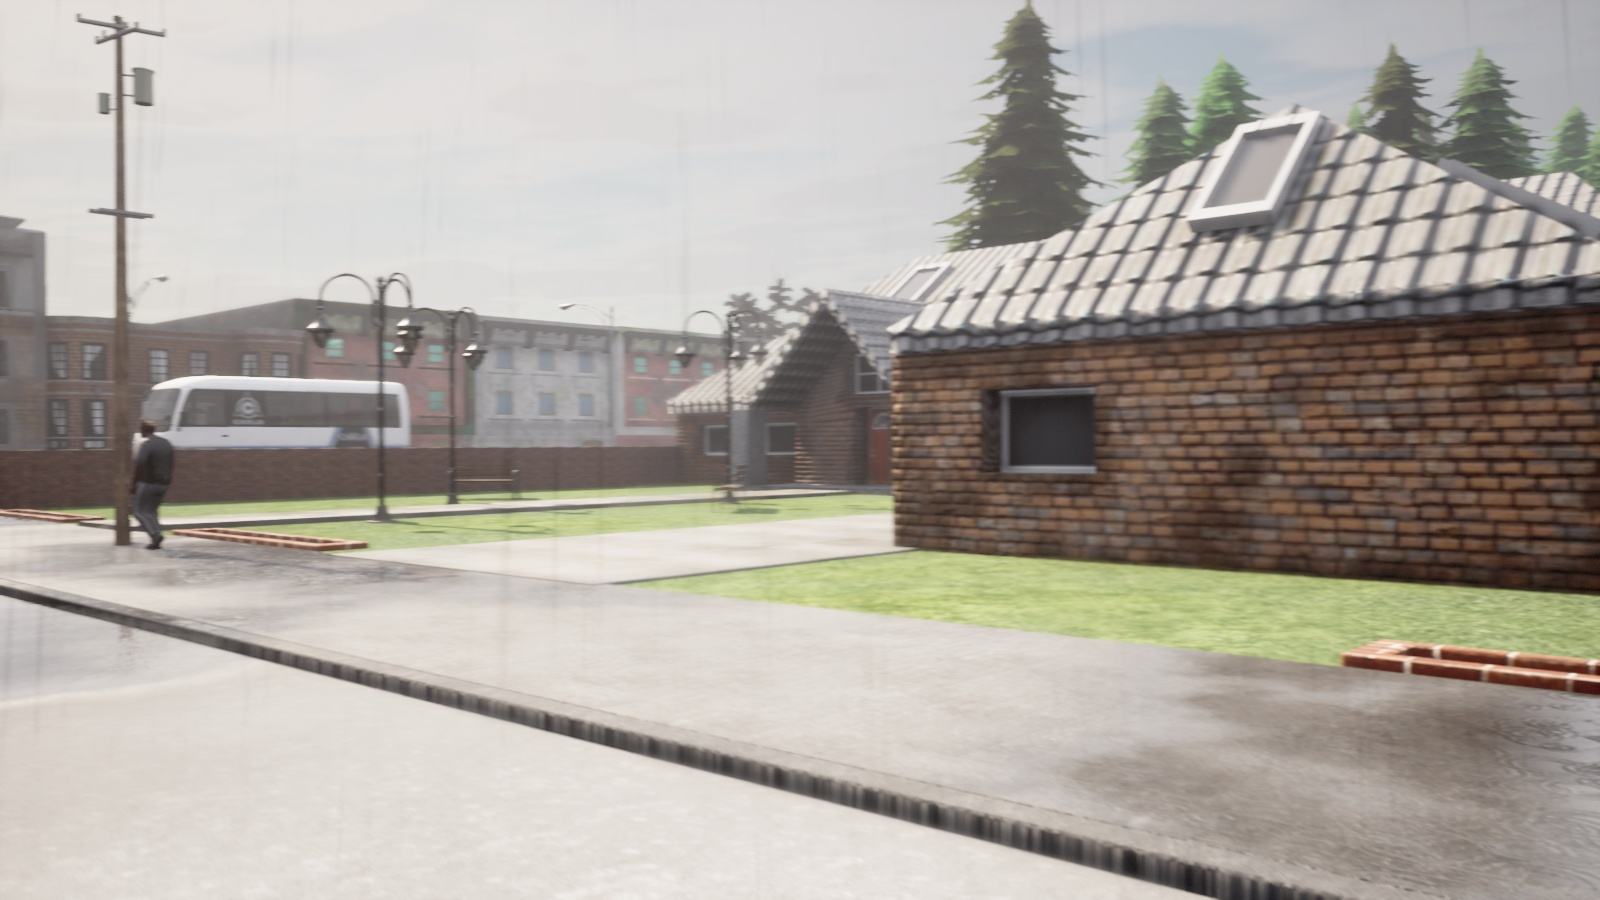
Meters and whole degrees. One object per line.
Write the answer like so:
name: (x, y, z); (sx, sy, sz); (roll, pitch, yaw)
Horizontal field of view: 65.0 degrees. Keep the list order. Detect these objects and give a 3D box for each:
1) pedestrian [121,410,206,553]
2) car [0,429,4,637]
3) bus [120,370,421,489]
pedestrian: (-8.554, 0.418, 16.885); (0.849, 1.883, 0.563); (0, 0, 17)
car: (-8.810, 0.665, 10.901); (4.856, 1.649, 2.033); (0, 0, 43)
bus: (-20.712, -0.762, 49.833); (3.944, 4.253, 10.273); (0, 0, 43)
